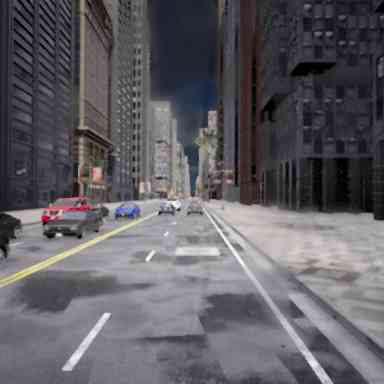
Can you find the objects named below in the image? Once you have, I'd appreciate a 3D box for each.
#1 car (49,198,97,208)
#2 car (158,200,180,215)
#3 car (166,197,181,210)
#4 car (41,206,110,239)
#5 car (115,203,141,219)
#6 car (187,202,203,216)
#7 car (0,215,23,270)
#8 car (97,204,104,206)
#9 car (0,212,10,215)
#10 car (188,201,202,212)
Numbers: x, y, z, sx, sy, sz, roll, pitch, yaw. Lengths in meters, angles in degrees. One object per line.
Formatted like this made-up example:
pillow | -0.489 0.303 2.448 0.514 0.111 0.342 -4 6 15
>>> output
car | -9.639 1.477 26.084 2.150 2.045 5.566 0 -1 1
car | -2.890 1.982 39.168 2.033 1.411 5.357 0 -1 1
car | -2.818 1.775 49.556 2.150 2.045 5.566 0 -1 0
car | -6.471 1.734 18.843 2.033 1.411 5.357 0 -1 0
car | -6.286 1.833 32.965 1.882 1.535 5.008 0 -1 0
car | 0.350 1.993 38.915 2.033 1.411 5.357 0 -1 1
car | -6.557 1.558 8.354 2.128 1.511 4.902 0 -1 0
car | -9.535 1.908 33.101 1.994 1.385 4.181 0 -1 0
car | -9.749 1.661 15.611 1.812 1.442 4.674 0 -1 1
car | 0.434 2.134 49.712 1.994 1.385 4.181 0 -1 0
